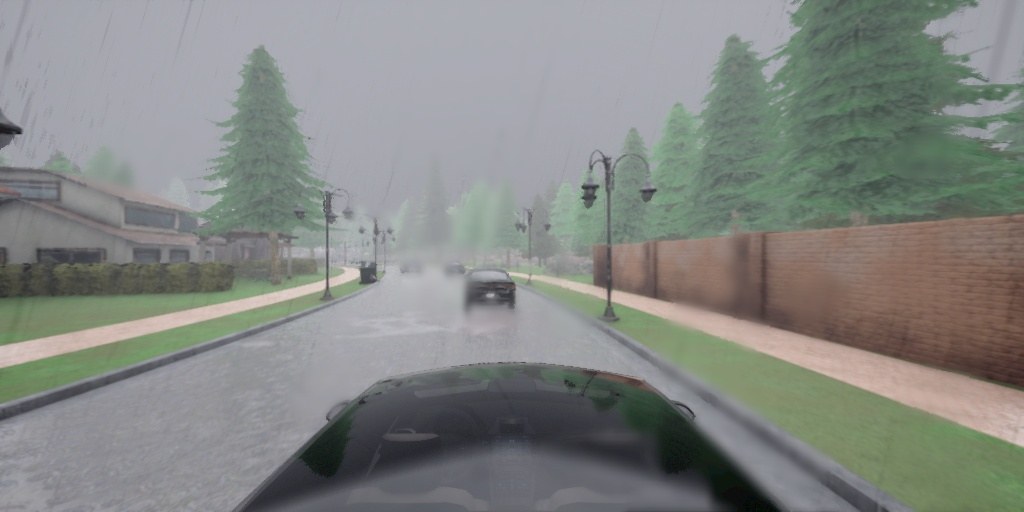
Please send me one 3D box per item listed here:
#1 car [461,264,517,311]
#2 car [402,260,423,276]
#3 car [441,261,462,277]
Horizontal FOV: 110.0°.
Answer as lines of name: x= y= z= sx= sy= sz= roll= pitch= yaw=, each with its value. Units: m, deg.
car: x=-0.991 y=1.203 z=14.516 sx=1.882 sy=1.535 sz=5.008 roll=0 pitch=0 yaw=-7
car: x=-10.384 y=1.203 z=37.214 sx=2.128 sy=1.511 sz=4.902 roll=0 pitch=0 yaw=-20
car: x=-5.548 y=1.225 z=34.496 sx=1.812 sy=1.442 sz=4.674 roll=0 pitch=0 yaw=-18
